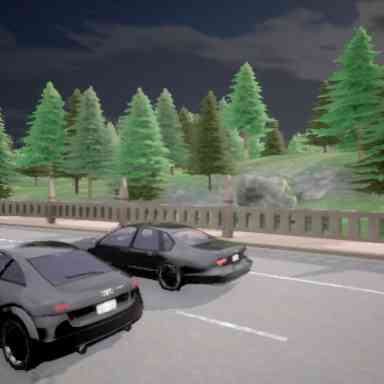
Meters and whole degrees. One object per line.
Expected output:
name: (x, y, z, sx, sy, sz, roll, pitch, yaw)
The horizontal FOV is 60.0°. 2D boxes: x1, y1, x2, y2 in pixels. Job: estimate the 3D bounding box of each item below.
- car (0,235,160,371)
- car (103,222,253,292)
car: (-2.858, 1.535, 5.655, 4.181, 1.385, 1.994, 0, 0, 33)
car: (-1.157, 1.511, 8.803, 5.357, 1.411, 2.033, 0, 0, 32)
